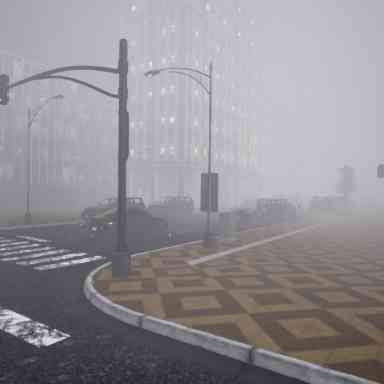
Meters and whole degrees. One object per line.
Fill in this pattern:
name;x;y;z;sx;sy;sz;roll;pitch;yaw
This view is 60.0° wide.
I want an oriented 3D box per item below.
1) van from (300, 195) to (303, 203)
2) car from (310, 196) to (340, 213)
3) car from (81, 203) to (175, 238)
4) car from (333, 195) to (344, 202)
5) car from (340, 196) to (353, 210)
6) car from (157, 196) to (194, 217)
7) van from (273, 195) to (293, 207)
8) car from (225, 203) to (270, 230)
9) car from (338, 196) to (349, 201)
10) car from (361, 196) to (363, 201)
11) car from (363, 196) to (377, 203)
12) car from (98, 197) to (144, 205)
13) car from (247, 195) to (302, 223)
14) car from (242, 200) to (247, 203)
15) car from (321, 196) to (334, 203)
van;17.159;1.351;55.370;1.690;1.788;3.998;1;0;35
car;15.386;1.427;39.164;2.192;1.841;5.009;1;0;35
car;-3.231;1.563;17.456;1.812;1.442;4.674;1;1;35
car;36.320;1.570;82.378;1.752;1.417;4.829;1;1;35
car;20.375;1.437;46.286;2.192;1.841;5.009;1;0;35
car;-1.754;1.283;28.939;2.192;1.841;5.009;1;0;35
van;13.949;1.345;50.846;1.690;1.788;3.998;1;0;35
car;3.300;1.668;22.004;1.802;1.307;4.206;1;0;35
car;39.613;1.623;87.019;1.947;1.339;4.313;1;1;35
car;44.103;1.655;84.161;2.128;1.511;4.902;1;1;35
car;39.635;1.598;73.432;1.967;1.590;4.097;1;1;35
car;-5.418;1.275;23.775;2.192;1.841;5.009;1;0;35
car;6.797;1.409;26.927;2.192;1.841;5.009;1;0;35
car;7.770;1.430;42.252;1.967;1.590;4.097;1;0;35
car;29.997;1.616;73.468;1.802;1.307;4.206;1;1;35
